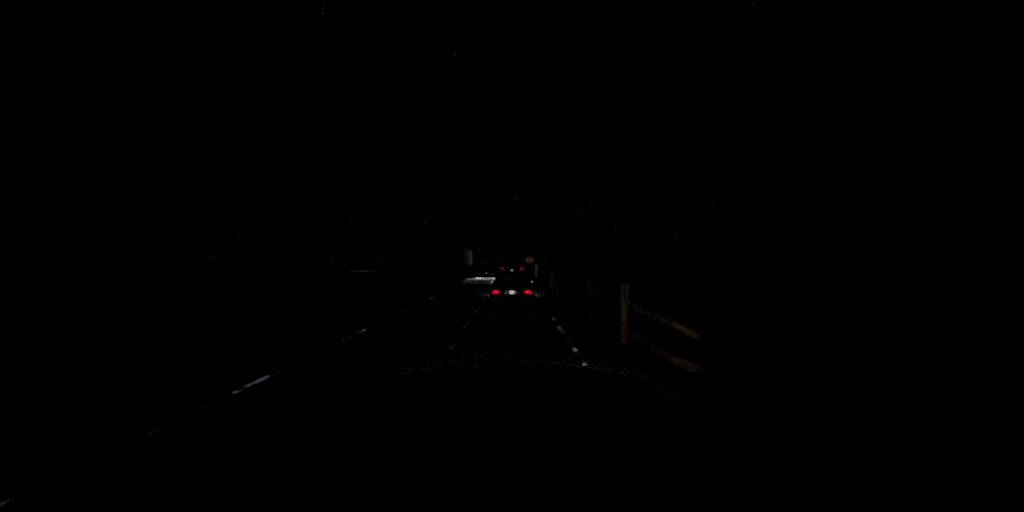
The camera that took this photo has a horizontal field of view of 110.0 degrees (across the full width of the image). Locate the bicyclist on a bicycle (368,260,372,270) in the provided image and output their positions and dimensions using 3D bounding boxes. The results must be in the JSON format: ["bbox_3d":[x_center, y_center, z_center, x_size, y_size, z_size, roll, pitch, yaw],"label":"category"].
[{"bbox_3d":[-22.470,1.450,56.810,0.582,1.620,1.656,1,0,1],"label":"bicyclist on a bicycle"}]

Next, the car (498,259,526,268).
[{"bbox_3d":[-0.002,1.240,30.897,2.150,2.045,5.566,0,0,0],"label":"car"}]

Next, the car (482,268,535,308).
[{"bbox_3d":[0.000,1.429,15.865,2.033,1.411,5.357,0,-1,0],"label":"car"}]

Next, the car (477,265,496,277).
[{"bbox_3d":[-2.758,1.678,40.317,1.994,1.385,4.181,0,-1,0],"label":"car"}]
